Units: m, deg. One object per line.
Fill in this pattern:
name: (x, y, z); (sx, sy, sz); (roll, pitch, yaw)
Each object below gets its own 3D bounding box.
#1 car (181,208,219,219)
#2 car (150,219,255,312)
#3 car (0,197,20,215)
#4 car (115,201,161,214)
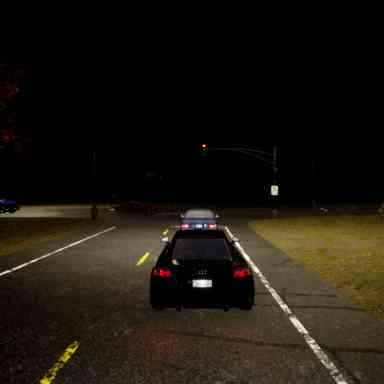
car: (0.387, 1.530, 17.020); (2.033, 1.411, 5.357); (0, 0, 2)
car: (0.198, 1.558, 7.792); (1.994, 1.385, 4.181); (0, 0, 1)
car: (-22.289, 1.482, 37.138); (5.566, 2.045, 2.150); (-1, 1, 5)
car: (-5.764, 1.665, 35.755); (4.718, 1.301, 1.895); (-1, 1, 5)
